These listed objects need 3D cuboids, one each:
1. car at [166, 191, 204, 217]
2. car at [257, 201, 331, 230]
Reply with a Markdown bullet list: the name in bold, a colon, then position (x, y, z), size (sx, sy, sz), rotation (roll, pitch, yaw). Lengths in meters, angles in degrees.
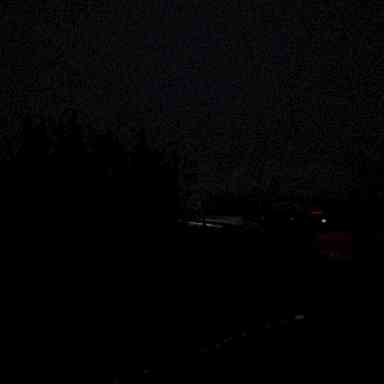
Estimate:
- **car**: position (-1.056, 0.877, 26.563), size (2.150, 2.045, 5.566), rotation (-1, 1, -31)
- **car**: position (5.865, 1.283, 19.819), size (2.128, 1.511, 4.902), rotation (-1, 2, -29)
